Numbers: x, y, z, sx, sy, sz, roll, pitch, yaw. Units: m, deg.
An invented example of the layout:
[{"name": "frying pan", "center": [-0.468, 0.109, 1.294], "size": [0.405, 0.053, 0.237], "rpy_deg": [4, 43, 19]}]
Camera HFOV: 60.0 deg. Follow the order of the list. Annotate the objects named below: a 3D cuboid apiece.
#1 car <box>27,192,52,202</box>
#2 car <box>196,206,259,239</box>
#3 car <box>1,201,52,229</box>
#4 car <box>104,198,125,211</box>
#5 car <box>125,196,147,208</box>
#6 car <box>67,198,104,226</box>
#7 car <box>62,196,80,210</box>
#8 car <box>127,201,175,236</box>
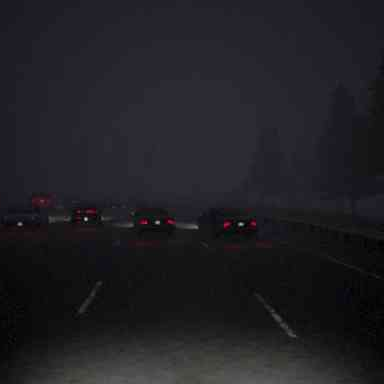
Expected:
[{"name": "car", "center": [-16.897, 1.004, 36.963], "size": [2.150, 2.045, 5.566], "rpy_deg": [0, 0, -29]}, {"name": "car", "center": [1.601, 1.426, 16.758], "size": [2.033, 1.411, 5.357], "rpy_deg": [0, 0, -12]}, {"name": "car", "center": [-10.156, 1.481, 20.607], "size": [1.895, 1.301, 4.718], "rpy_deg": [0, 0, -16]}, {"name": "car", "center": [-9.337, 1.361, 37.570], "size": [1.895, 1.301, 4.718], "rpy_deg": [0, 0, -26]}, {"name": "car", "center": [-6.608, 1.263, 39.813], "size": [1.812, 1.442, 4.674], "rpy_deg": [0, 0, -27]}, {"name": "car", "center": [-7.096, 1.365, 22.431], "size": [1.837, 1.490, 4.892], "rpy_deg": [0, 0, -16]}, {"name": "car", "center": [-13.707, 1.257, 38.268], "size": [2.128, 1.511, 4.902], "rpy_deg": [0, 0, -28]}, {"name": "car", "center": [-2.142, 1.429, 17.627], "size": [2.033, 1.411, 5.357], "rpy_deg": [0, 0, -13]}]
